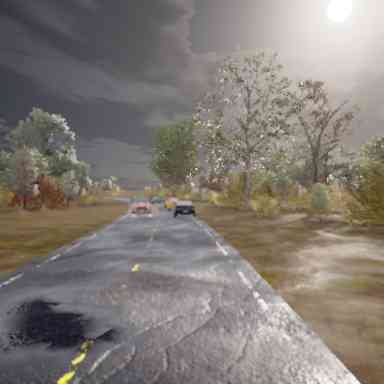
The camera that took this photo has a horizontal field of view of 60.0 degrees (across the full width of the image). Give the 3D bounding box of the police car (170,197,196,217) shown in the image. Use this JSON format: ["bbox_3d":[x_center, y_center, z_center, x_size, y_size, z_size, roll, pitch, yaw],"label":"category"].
[{"bbox_3d":[-0.804,1.449,31.453,1.930,1.638,5.238,0,0,-6],"label":"police car"}]

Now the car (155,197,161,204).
[{"bbox_3d":[-7.282,1.618,65.778,2.033,1.411,5.357,0,0,-13],"label":"car"}]

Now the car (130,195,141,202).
[{"bbox_3d":[-13.072,1.457,76.420,2.128,1.511,4.902,0,0,-15],"label":"car"}]

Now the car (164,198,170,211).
[{"bbox_3d":[-2.021,1.511,41.347,1.882,1.535,5.008,0,0,-8],"label":"car"}]

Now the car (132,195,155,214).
[{"bbox_3d":[-5.416,1.388,36.154,2.097,1.767,4.553,0,0,-7],"label":"car"}]

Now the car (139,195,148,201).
[{"bbox_3d":[-12.578,1.506,85.972,1.812,1.442,4.674,0,0,-17],"label":"car"}]

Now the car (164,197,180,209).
[{"bbox_3d":[-2.947,1.494,47.515,1.801,1.575,5.366,0,0,-9],"label":"car"}]
